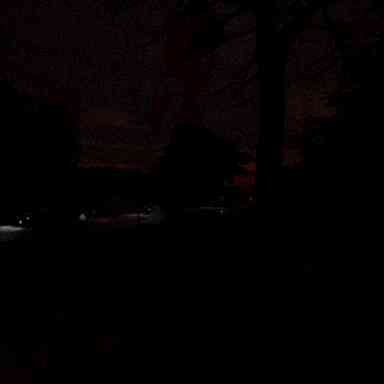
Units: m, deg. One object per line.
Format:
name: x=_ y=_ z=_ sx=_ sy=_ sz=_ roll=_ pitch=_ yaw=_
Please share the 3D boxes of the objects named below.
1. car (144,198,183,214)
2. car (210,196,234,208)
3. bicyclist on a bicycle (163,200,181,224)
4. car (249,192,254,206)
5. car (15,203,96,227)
car: x=-2.702 y=1.346 z=32.878 sx=1.812 sy=1.442 sz=4.674 roll=1 pitch=1 yaw=33
car: x=4.119 y=1.260 z=43.997 sx=1.812 sy=1.442 sz=4.674 roll=1 pitch=0 yaw=30
bicyclist on a bicycle: x=-1.432 y=1.418 z=23.360 sx=1.656 sy=1.620 sz=0.582 roll=-1 pitch=0 yaw=36
car: x=9.986 y=1.017 z=48.278 sx=2.150 sy=2.045 sz=5.566 roll=1 pitch=0 yaw=27
car: x=-9.394 y=1.516 z=23.447 sx=2.033 sy=1.411 sz=5.357 roll=1 pitch=1 yaw=37
